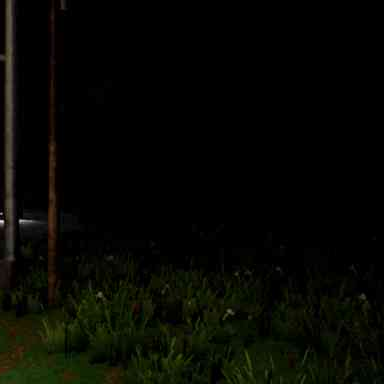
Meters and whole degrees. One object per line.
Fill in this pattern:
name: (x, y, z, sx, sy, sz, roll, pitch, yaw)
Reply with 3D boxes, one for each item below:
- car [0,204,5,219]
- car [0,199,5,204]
car: (-12.508, 1.574, 18.700, 1.895, 1.301, 4.718, 0, 0, -13)
car: (-16.100, 1.537, 28.019, 1.994, 1.385, 4.181, 0, 0, -33)
